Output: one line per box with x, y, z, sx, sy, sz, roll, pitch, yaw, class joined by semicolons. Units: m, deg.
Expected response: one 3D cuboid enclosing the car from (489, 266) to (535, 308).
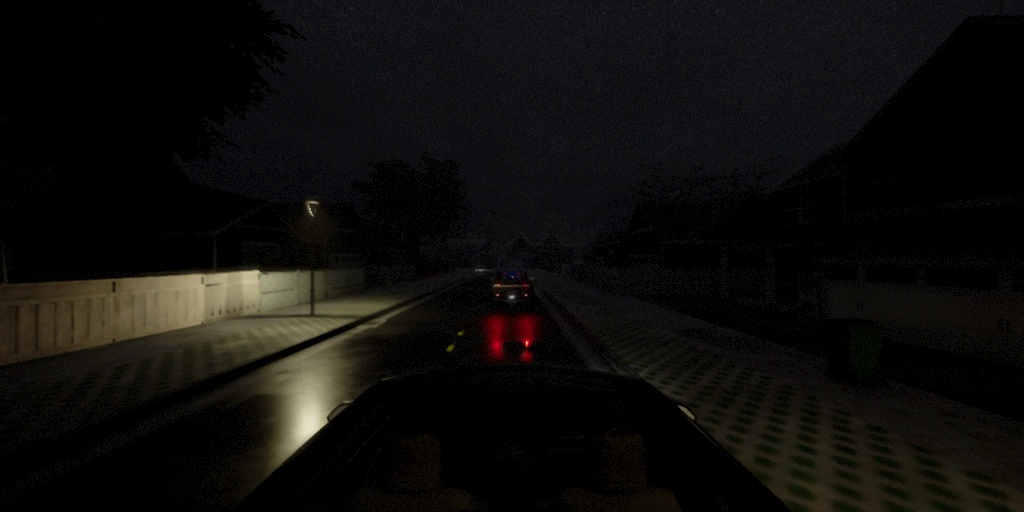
-0.001;1.381;16.134;2.128;1.511;4.902;0;0;0;car
